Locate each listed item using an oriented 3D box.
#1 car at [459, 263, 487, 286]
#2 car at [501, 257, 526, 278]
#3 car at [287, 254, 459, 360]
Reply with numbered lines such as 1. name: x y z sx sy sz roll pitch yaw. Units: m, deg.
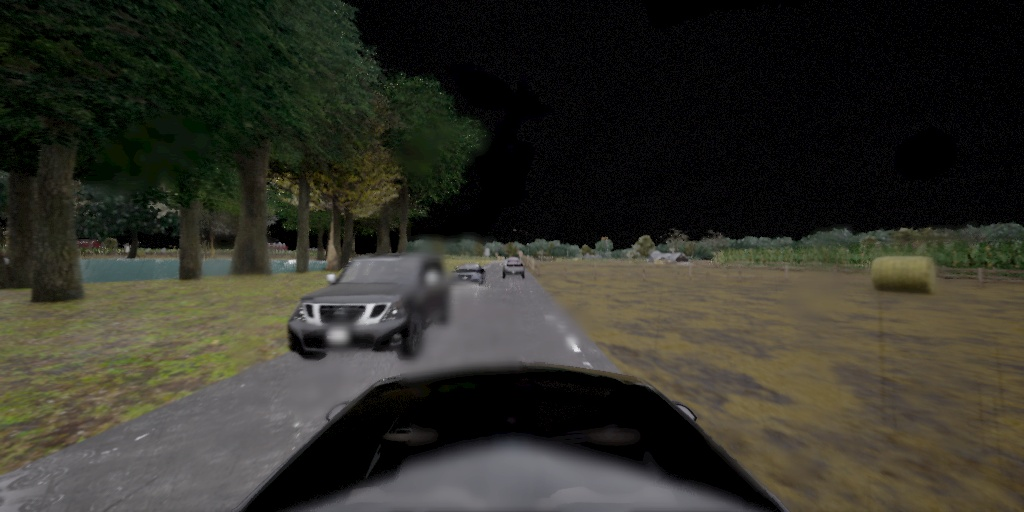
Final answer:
1. car: -2.775 1.180 23.883 1.994 1.385 4.181 0 0 0
2. car: 0.133 1.053 30.700 2.128 1.511 4.902 0 1 0
3. car: -2.842 0.953 8.646 2.150 2.045 5.566 0 0 0
